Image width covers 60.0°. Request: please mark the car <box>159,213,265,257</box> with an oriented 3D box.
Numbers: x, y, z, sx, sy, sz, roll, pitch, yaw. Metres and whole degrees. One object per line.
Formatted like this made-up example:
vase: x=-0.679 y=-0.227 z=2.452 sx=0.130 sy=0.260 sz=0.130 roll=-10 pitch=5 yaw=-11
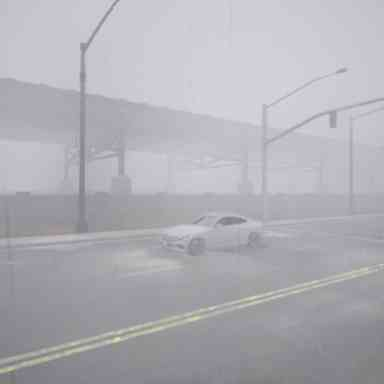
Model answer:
car: x=0.925 y=1.566 z=13.260 sx=4.674 sy=1.442 sz=1.812 roll=0 pitch=0 yaw=-36
